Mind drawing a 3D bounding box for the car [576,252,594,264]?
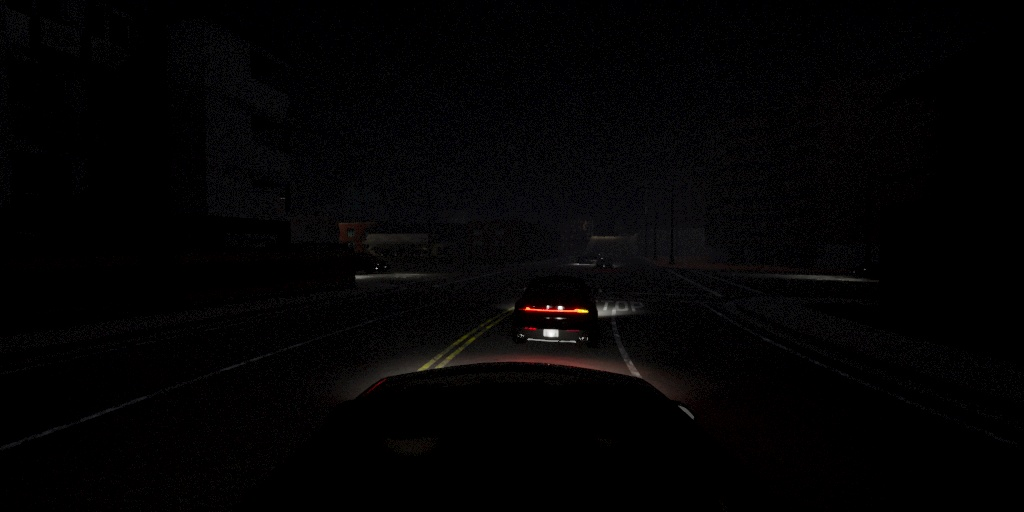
[{"bbox_3d":[11.026,0.455,55.305,2.033,1.411,5.357,0,1,17],"label":"car"}]

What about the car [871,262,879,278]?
[{"bbox_3d":[32.193,1.305,28.141,4.902,1.511,2.128,1,2,16],"label":"car"}]

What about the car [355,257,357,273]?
[{"bbox_3d":[-16.437,1.015,31.316,4.892,1.490,1.837,1,2,19],"label":"car"}]

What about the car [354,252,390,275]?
[{"bbox_3d":[-14.443,0.657,34.324,5.566,2.045,2.150,0,1,18],"label":"car"}]

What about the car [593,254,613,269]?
[{"bbox_3d":[11.398,0.801,43.894,1.895,1.301,4.718,0,2,17],"label":"car"}]

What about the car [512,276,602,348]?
[{"bbox_3d":[1.260,1.248,9.380,1.837,1.490,4.892,0,0,12],"label":"car"}]

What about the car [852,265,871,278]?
[{"bbox_3d":[33.094,1.221,31.523,4.902,1.511,2.128,1,2,16],"label":"car"}]
